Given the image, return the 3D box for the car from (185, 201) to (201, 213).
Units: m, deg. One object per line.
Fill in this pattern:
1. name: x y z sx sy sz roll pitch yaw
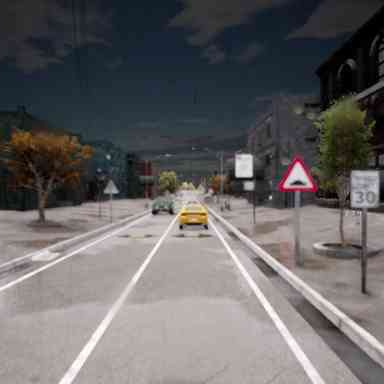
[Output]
1. car: 0.106 1.848 41.961 1.994 1.385 4.181 0 0 0

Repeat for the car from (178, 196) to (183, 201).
1. car: -2.989 1.670 78.552 1.812 1.442 4.674 0 0 0

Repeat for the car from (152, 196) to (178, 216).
1. car: -3.088 1.477 36.561 2.150 2.045 5.566 0 -1 0

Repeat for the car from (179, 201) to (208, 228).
1. car: 0.098 1.635 23.599 1.882 1.535 5.008 0 0 0
